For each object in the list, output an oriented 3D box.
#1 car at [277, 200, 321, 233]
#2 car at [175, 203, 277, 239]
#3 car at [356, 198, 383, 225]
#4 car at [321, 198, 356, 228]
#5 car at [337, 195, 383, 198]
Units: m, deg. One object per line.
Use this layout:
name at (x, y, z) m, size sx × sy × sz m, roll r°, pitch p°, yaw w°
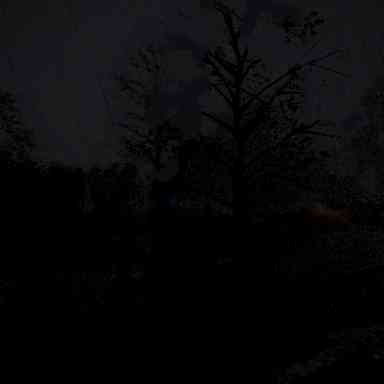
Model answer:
car at (4.187, 1.355, 18.549) m, size 4.892 × 1.521 × 2.231 m, roll -1°, pitch 0°, yaw 36°
car at (1.366, 1.391, 16.661) m, size 4.892 × 1.521 × 2.231 m, roll -1°, pitch -1°, yaw 36°
car at (9.835, 1.307, 22.336) m, size 4.792 × 1.488 × 2.163 m, roll -1°, pitch 0°, yaw 36°
car at (6.843, 1.315, 20.556) m, size 5.366 × 1.575 × 1.946 m, roll -1°, pitch 0°, yaw 36°
car at (12.595, 1.115, 24.266) m, size 4.553 × 1.767 × 2.185 m, roll -1°, pitch 0°, yaw 36°
